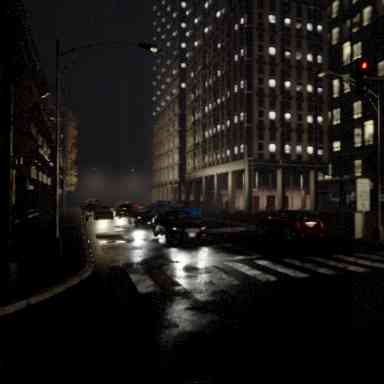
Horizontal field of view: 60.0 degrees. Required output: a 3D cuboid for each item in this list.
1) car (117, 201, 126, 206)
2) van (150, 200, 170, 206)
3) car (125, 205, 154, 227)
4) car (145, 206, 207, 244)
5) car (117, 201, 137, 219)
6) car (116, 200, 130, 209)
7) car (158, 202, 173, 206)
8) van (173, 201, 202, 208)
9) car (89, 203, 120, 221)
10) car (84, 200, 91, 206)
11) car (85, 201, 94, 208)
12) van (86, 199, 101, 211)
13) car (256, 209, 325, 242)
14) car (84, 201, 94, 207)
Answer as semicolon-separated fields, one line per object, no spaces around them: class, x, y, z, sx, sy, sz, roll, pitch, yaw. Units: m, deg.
car;-18.530;3.043;87.398;1.802;1.307;4.206;1;-1;-19
van;-3.981;2.040;44.626;1.690;1.788;3.998;1;-1;-19
car;-3.773;1.952;26.022;1.895;1.301;4.718;1;-1;-19
car;-0.761;1.690;17.167;2.128;1.511;4.902;1;-1;-19
car;-7.058;2.024;35.709;1.837;1.490;4.892;1;-1;-19
car;-13.201;2.377;63.691;2.097;1.767;4.553;1;-1;-19
car;-2.164;2.156;39.275;2.008;1.369;4.403;1;-1;-19
van;-0.345;1.854;33.932;1.690;1.788;3.998;1;-1;-19
car;-8.280;1.981;31.232;2.008;1.369;4.403;1;-1;-19
car;-28.227;2.998;89.889;1.752;1.417;4.829;1;-1;-19
car;-22.827;2.751;74.008;1.947;1.339;4.313;1;-1;-19
van;-13.734;2.051;47.277;1.690;1.788;3.998;1;-1;-19
car;5.111;1.677;17.889;1.967;1.590;4.097;1;-1;-19
car;-24.644;2.832;79.355;2.008;1.369;4.403;1;-1;-19
